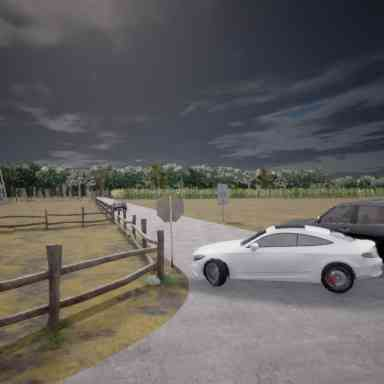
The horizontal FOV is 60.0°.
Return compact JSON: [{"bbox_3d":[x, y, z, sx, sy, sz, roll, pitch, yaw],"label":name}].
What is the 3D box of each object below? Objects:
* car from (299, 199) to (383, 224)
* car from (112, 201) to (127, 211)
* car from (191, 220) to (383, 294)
[{"bbox_3d":[5.104,1.225,9.799,2.150,2.045,5.566,-2,0,-40],"label":"car"},{"bbox_3d":[-10.793,1.979,49.473,2.033,1.411,5.357,-2,0,-18],"label":"car"},{"bbox_3d":[2.299,1.611,8.703,4.674,1.442,1.812,-2,0,16],"label":"car"}]
